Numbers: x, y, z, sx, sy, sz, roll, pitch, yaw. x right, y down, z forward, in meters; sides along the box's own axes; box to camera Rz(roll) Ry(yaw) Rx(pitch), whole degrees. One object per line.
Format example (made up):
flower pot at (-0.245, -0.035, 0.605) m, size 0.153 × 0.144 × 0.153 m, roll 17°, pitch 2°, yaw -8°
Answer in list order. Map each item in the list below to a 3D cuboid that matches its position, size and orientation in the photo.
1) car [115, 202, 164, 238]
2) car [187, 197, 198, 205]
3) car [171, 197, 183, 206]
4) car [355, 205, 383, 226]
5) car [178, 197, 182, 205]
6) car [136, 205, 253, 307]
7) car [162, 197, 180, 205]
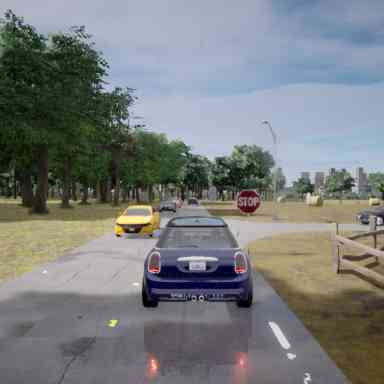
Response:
car at (-2.840, 1.498, 18.190) m, size 1.882 × 1.535 × 5.008 m, roll 0°, pitch 0°, yaw 0°
car at (0.136, 1.808, 67.197) m, size 1.837 × 1.490 × 4.892 m, roll 0°, pitch 0°, yaw 0°
car at (-2.778, 1.770, 62.588) m, size 1.837 × 1.490 × 4.892 m, roll 0°, pitch -1°, yaw 0°
car at (14.200, 1.597, 23.558) m, size 4.892 × 1.490 × 1.837 m, roll 0°, pitch -2°, yaw 0°
car at (-2.800, 1.521, 50.083) m, size 2.097 × 1.767 × 4.553 m, roll 0°, pitch 0°, yaw 0°
car at (0.104, 1.360, 8.135) m, size 2.097 × 1.767 × 4.553 m, roll 0°, pitch 0°, yaw 0°
car at (-2.813, 1.655, 38.292) m, size 1.994 × 1.385 × 4.181 m, roll 0°, pitch 0°, yaw 1°
